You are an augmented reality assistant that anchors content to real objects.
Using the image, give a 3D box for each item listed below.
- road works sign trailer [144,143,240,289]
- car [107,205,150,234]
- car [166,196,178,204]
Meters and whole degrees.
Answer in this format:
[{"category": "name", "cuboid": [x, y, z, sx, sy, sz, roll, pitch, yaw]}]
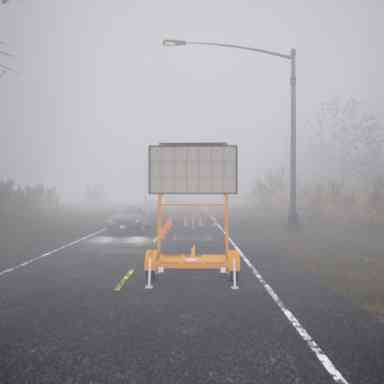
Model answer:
[{"category": "road works sign trailer", "cuboid": [0.031, 0.460, 9.138, 2.380, 3.560, 2.880, 0, 0, 1]}, {"category": "car", "cuboid": [-3.568, 1.516, 19.316, 1.812, 1.442, 4.674, 0, 0, 0]}, {"category": "car", "cuboid": [-3.677, 1.441, 61.654, 1.882, 1.535, 5.008, 0, 0, 0]}]
